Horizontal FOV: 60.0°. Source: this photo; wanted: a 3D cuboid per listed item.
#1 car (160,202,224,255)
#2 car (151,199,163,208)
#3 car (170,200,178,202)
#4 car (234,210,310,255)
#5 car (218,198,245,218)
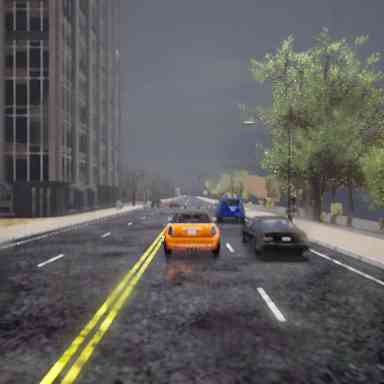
[{"bbox_3d":[0.003,1.488,14.061,2.097,1.767,4.553,0,-1,0],"label":"car"},{"bbox_3d":[-6.505,2.116,61.393,1.837,1.490,4.892,0,-1,0],"label":"car"},{"bbox_3d":[-3.253,2.204,61.589,1.895,1.301,4.718,0,-1,0],"label":"car"},{"bbox_3d":[3.251,1.685,13.978,2.033,1.411,5.357,0,-1,0],"label":"car"},{"bbox_3d":[3.251,1.501,29.024,2.150,2.045,5.566,0,0,0],"label":"car"}]
